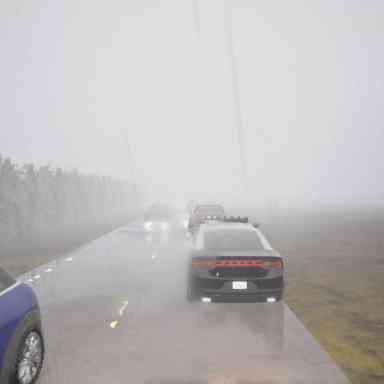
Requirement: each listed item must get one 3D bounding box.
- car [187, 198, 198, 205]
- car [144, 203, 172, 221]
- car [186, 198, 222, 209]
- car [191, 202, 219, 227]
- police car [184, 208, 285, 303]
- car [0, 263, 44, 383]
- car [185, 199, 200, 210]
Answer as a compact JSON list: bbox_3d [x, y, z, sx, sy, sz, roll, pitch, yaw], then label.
[{"bbox_3d":[0.102,1.779,63.363,1.994,1.385,4.181,0,0,0],"label":"car"},{"bbox_3d":[-2.705,1.613,27.289,1.994,1.385,4.181,0,0,0],"label":"car"},{"bbox_3d":[0.853,1.373,18.264,2.097,1.767,4.553,0,0,0],"label":"car"},{"bbox_3d":[0.864,1.544,24.293,1.837,1.490,4.892,0,0,0],"label":"car"},{"bbox_3d":[0.838,1.430,8.402,1.930,1.638,5.238,0,0,0],"label":"police car"},{"bbox_3d":[-2.846,1.351,2.130,2.097,1.767,4.553,0,0,0],"label":"car"},{"bbox_3d":[0.101,1.676,46.015,2.033,1.411,5.357,0,0,1],"label":"car"}]
